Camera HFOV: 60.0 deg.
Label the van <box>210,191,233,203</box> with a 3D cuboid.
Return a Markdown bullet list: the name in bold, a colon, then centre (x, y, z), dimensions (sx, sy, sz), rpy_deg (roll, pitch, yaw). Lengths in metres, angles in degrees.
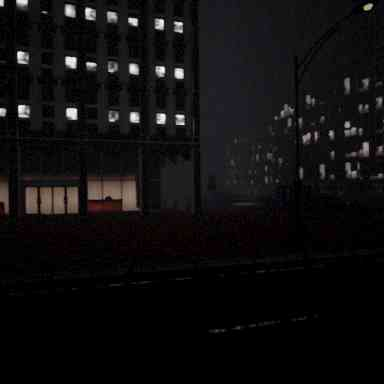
- **van**: centre (4.951, 0.949, 56.100), dimensions (1.690, 1.788, 3.998), rpy_deg (0, 1, -18)

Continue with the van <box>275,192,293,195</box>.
- **van**: centre (14.699, 0.870, 53.363), dimensions (1.690, 1.788, 3.998), rpy_deg (0, 1, -18)

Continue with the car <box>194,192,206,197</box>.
- **car**: centre (2.096, 0.703, 91.101), dimensions (2.008, 1.369, 4.403), rpy_deg (0, 1, -18)

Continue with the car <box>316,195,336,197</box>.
- **car**: centre (14.584, 1.128, 35.409), dimensions (2.097, 1.767, 4.553), rpy_deg (-1, 1, -18)

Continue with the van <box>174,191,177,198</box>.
- **van**: centre (-4.052, 0.679, 83.055), dimensions (1.690, 1.788, 3.998), rpy_deg (0, 1, -18)

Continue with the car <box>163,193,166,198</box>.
- **car**: centre (-5.852, 0.723, 88.446), dimensions (1.967, 1.590, 4.097), rpy_deg (0, 1, -18)

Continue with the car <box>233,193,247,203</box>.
- **car**: centre (7.566, 1.046, 56.644), dimensions (1.882, 1.535, 5.008), rpy_deg (-1, 1, -18)

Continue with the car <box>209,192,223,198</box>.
- **car**: centre (5.697, 0.701, 80.318), dimensions (1.967, 1.590, 4.097), rpy_deg (0, 1, -18)

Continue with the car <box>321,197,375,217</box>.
- **car**: centre (13.830, 1.436, 29.108), dimensions (1.947, 1.339, 4.313), rpy_deg (0, 1, -18)

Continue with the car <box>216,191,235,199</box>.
- **car**: centre (7.497, 0.630, 74.926), dimensions (2.192, 1.841, 5.009), rpy_deg (0, 1, -18)

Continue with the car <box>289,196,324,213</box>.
- **car**: centre (12.047, 1.400, 34.507), dimensions (1.802, 1.307, 4.206), rpy_deg (0, 1, -18)

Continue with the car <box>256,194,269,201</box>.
- **car**: centre (12.900, 1.058, 58.756), dimensions (1.802, 1.307, 4.206), rpy_deg (0, 1, -18)

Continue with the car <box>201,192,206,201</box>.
- **car**: centre (1.350, 1.051, 66.885), dimensions (2.008, 1.369, 4.403), rpy_deg (0, 1, -18)

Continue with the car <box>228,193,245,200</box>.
- **car**: centre (9.299, 0.951, 69.539), dimensions (1.802, 1.307, 4.206), rpy_deg (0, 1, -18)

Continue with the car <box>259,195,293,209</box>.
- **car**: centre (10.301, 1.331, 39.915), dimensions (1.947, 1.339, 4.313), rpy_deg (0, 1, -18)
